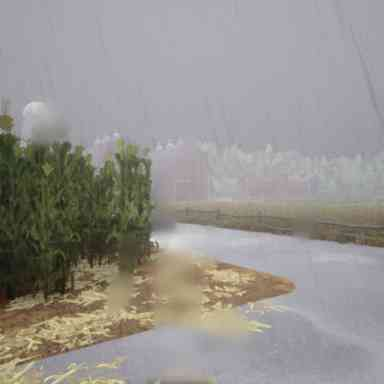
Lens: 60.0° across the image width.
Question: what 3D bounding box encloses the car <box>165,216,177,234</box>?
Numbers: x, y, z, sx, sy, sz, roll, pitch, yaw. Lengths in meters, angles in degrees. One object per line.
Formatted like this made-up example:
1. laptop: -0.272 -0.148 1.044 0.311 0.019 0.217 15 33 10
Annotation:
1. car: -2.651 1.663 19.212 1.994 1.385 4.181 0 -1 -35
